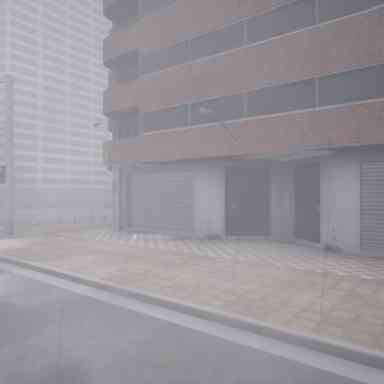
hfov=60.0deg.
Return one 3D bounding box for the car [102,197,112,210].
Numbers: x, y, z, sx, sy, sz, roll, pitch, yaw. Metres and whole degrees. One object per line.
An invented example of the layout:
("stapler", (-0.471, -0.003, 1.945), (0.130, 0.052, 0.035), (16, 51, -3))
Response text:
("car", (-9.169, 1.601, 42.812), (1.895, 1.301, 4.718), (0, 0, 37))
